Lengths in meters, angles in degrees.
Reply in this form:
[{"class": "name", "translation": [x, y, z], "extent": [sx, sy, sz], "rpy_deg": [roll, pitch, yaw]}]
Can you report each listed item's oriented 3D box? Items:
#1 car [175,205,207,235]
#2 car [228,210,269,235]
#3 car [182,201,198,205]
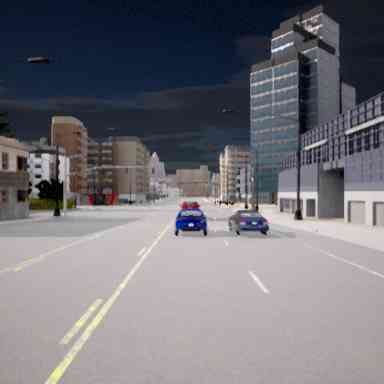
[{"class": "car", "translation": [-0.070, 1.807, 21.260], "extent": [1.882, 1.535, 5.008], "rpy_deg": [0, -2, 0]}, {"class": "car", "translation": [3.433, 1.865, 20.948], "extent": [2.033, 1.411, 5.357], "rpy_deg": [0, -2, 0]}, {"class": "car", "translation": [-0.195, 2.059, 37.786], "extent": [2.150, 2.045, 5.566], "rpy_deg": [0, -1, -1]}]
